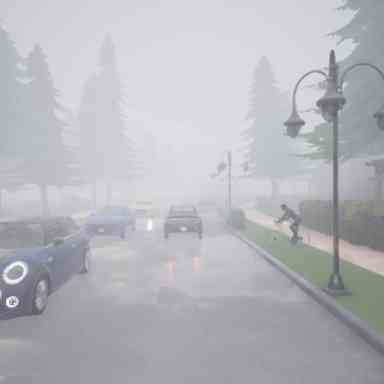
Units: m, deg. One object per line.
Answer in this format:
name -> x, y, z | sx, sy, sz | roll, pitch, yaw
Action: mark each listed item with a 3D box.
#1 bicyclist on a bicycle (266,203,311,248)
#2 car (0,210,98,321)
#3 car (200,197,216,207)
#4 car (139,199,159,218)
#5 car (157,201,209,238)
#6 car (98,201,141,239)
bicyclist on a bicycle -> 3.493, 1.236, 12.079 | 1.656, 1.620, 0.582 | -1, 0, -2
car -> -3.814, 1.349, 7.443 | 2.097, 1.767, 4.553 | 0, 0, -2
car -> 2.299, 1.378, 48.637 | 1.994, 1.385, 4.181 | 0, 0, 12
car -> -4.060, 1.399, 29.309 | 1.882, 1.535, 5.008 | 0, 0, 3
car -> -0.456, 1.433, 17.265 | 2.128, 1.511, 4.902 | 0, 0, -2
car -> -4.114, 1.441, 17.417 | 1.882, 1.535, 5.008 | 0, 0, -1
